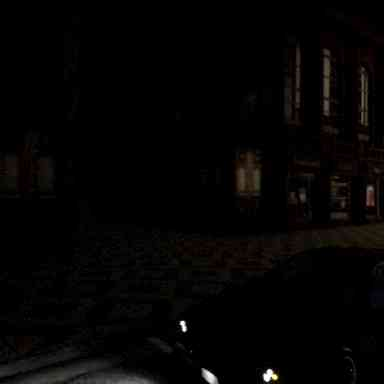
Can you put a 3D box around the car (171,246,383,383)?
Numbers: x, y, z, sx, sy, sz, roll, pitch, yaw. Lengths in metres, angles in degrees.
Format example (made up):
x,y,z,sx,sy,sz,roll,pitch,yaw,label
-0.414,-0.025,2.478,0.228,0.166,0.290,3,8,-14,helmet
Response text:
x,y,z,sx,sy,sz,roll,pitch,yaw,label
2.359,1.598,5.060,5.357,1.411,2.033,1,0,-35,car
